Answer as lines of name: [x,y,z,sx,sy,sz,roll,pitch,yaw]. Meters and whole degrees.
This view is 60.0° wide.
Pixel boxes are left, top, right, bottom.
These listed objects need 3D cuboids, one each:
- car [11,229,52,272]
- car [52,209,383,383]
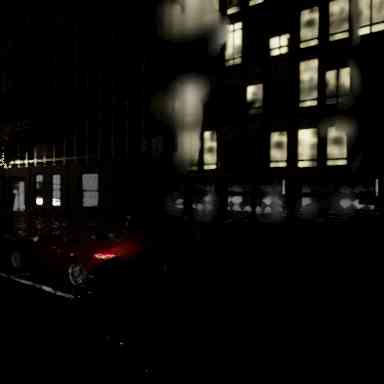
car: [-3.078,1.482,8.764,4.206,1.307,1.802,1,1,36]
car: [1.101,1.213,3.575,5.566,2.045,2.150,1,1,36]
